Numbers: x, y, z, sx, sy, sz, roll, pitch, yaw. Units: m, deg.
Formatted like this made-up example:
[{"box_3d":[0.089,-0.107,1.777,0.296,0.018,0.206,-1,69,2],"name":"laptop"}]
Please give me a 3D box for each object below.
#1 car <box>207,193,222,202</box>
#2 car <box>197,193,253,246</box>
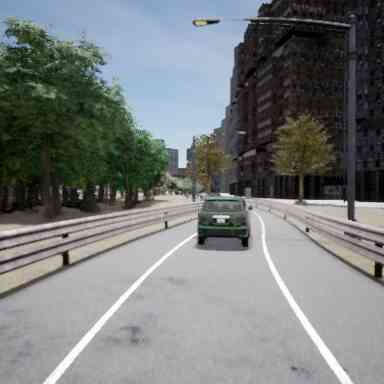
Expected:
[{"box_3d":[4.971,1.176,74.619,2.150,2.045,5.566,0,0,-8],"name":"car"},{"box_3d":[1.642,1.231,15.707,2.150,2.045,5.566,0,0,11],"name":"car"}]
